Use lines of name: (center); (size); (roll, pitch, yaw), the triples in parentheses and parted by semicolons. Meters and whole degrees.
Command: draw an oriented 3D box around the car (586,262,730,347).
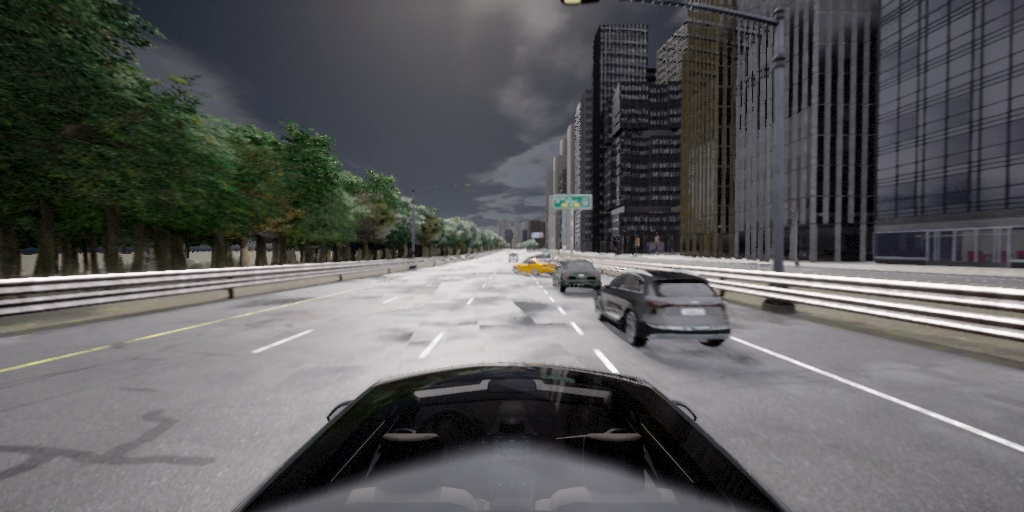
car: (3.497, 1.129, 9.183); (2.033, 1.649, 4.856); (0, 0, 0)

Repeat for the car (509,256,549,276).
car: (1.999, 0.998, 33.215); (1.882, 1.535, 5.008); (0, 1, -33)

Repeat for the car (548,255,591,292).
car: (3.488, 0.974, 20.144); (2.097, 1.767, 4.553); (0, 0, 0)

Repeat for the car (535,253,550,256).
car: (3.537, 0.663, 42.145); (2.150, 2.045, 5.566); (0, 1, 0)
